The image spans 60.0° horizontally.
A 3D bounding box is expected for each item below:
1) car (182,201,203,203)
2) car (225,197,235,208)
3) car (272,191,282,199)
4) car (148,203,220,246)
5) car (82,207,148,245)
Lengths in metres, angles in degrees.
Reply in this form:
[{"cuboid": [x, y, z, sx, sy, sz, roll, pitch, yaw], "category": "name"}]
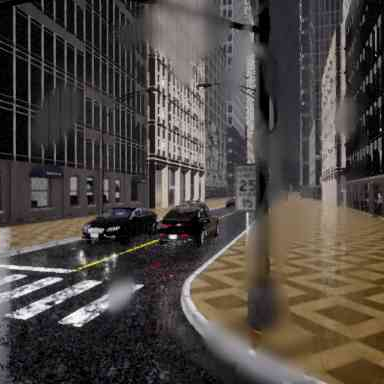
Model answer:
[{"cuboid": [-0.063, 1.429, 25.644, 2.128, 1.511, 4.902, 0, 0, 17], "category": "car"}, {"cuboid": [5.840, 1.438, 44.902, 2.033, 1.411, 5.357, 0, 0, 18], "category": "car"}, {"cuboid": [22.970, 1.285, 90.998, 2.128, 1.511, 4.902, 0, 0, 17], "category": "car"}, {"cuboid": [-0.019, 1.459, 15.095, 1.837, 1.490, 4.892, 0, 0, 17], "category": "car"}, {"cuboid": [-3.142, 1.453, 15.484, 2.128, 1.511, 4.902, 0, 0, 17], "category": "car"}]
